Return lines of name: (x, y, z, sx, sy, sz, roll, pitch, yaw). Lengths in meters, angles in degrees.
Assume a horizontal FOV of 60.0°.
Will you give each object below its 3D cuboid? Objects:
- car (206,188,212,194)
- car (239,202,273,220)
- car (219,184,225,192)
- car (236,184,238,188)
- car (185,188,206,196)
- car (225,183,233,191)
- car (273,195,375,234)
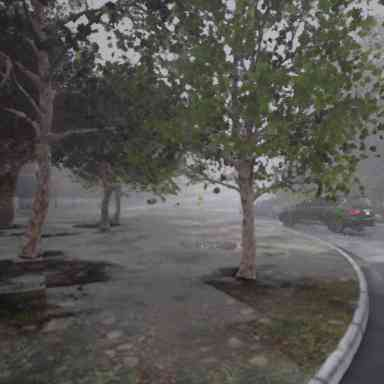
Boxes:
car: (2.707, -0.296, 72.145, 1.946, 1.575, 5.366, 0, 3, 26)
car: (6.403, 1.517, 28.388, 2.033, 1.411, 5.357, 0, 0, -34)
car: (5.118, -0.633, 77.104, 1.946, 1.575, 5.366, 0, 3, 26)
car: (12.472, -1.631, 92.238, 2.163, 1.488, 4.792, 0, 3, 26)
car: (0.288, 0.044, 67.191, 1.946, 1.575, 5.366, 0, 4, 26)
car: (7.649, -1.236, 82.304, 2.435, 2.045, 5.566, 0, 3, 26)
car: (7.691, 1.196, 19.478, 2.150, 2.045, 5.566, -1, 0, -31)
